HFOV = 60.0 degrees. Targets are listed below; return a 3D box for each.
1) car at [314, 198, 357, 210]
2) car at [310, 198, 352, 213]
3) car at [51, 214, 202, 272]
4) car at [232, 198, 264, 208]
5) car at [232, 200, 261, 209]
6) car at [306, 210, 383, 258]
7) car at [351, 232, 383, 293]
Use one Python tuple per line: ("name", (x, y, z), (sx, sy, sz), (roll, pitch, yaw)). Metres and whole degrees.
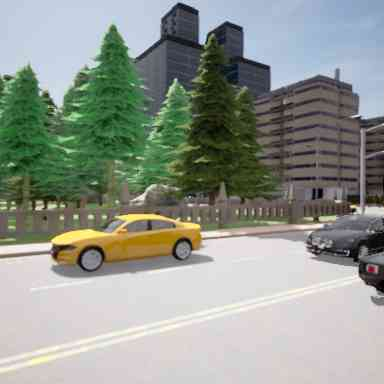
("car", (16.253, 1.728, 38.048), (1.882, 1.535, 5.008), (1, 0, -34))
("car", (17.610, 1.628, 42.324), (2.097, 1.767, 4.553), (1, 0, -34))
("car", (-1.995, 1.508, 11.054), (5.008, 1.535, 1.882), (0, 0, -34))
("car", (9.185, 1.821, 54.954), (2.033, 1.411, 5.357), (1, 0, -34))
("car", (7.788, 1.740, 50.742), (2.128, 1.511, 4.902), (1, 0, -34))
("car", (6.302, 1.592, 12.375), (4.892, 1.490, 1.837), (0, 0, -34))
("car", (5.990, 1.668, 7.775), (4.718, 1.301, 1.895), (0, 0, -35))
